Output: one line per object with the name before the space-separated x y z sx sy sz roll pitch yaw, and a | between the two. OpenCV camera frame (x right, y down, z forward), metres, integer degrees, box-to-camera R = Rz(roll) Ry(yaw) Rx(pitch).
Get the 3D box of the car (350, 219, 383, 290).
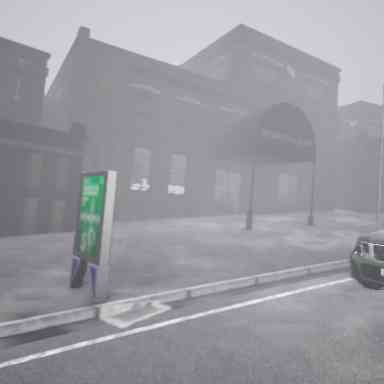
car | 6.182 1.225 7.868 5.566 2.045 2.150 0 0 -31
